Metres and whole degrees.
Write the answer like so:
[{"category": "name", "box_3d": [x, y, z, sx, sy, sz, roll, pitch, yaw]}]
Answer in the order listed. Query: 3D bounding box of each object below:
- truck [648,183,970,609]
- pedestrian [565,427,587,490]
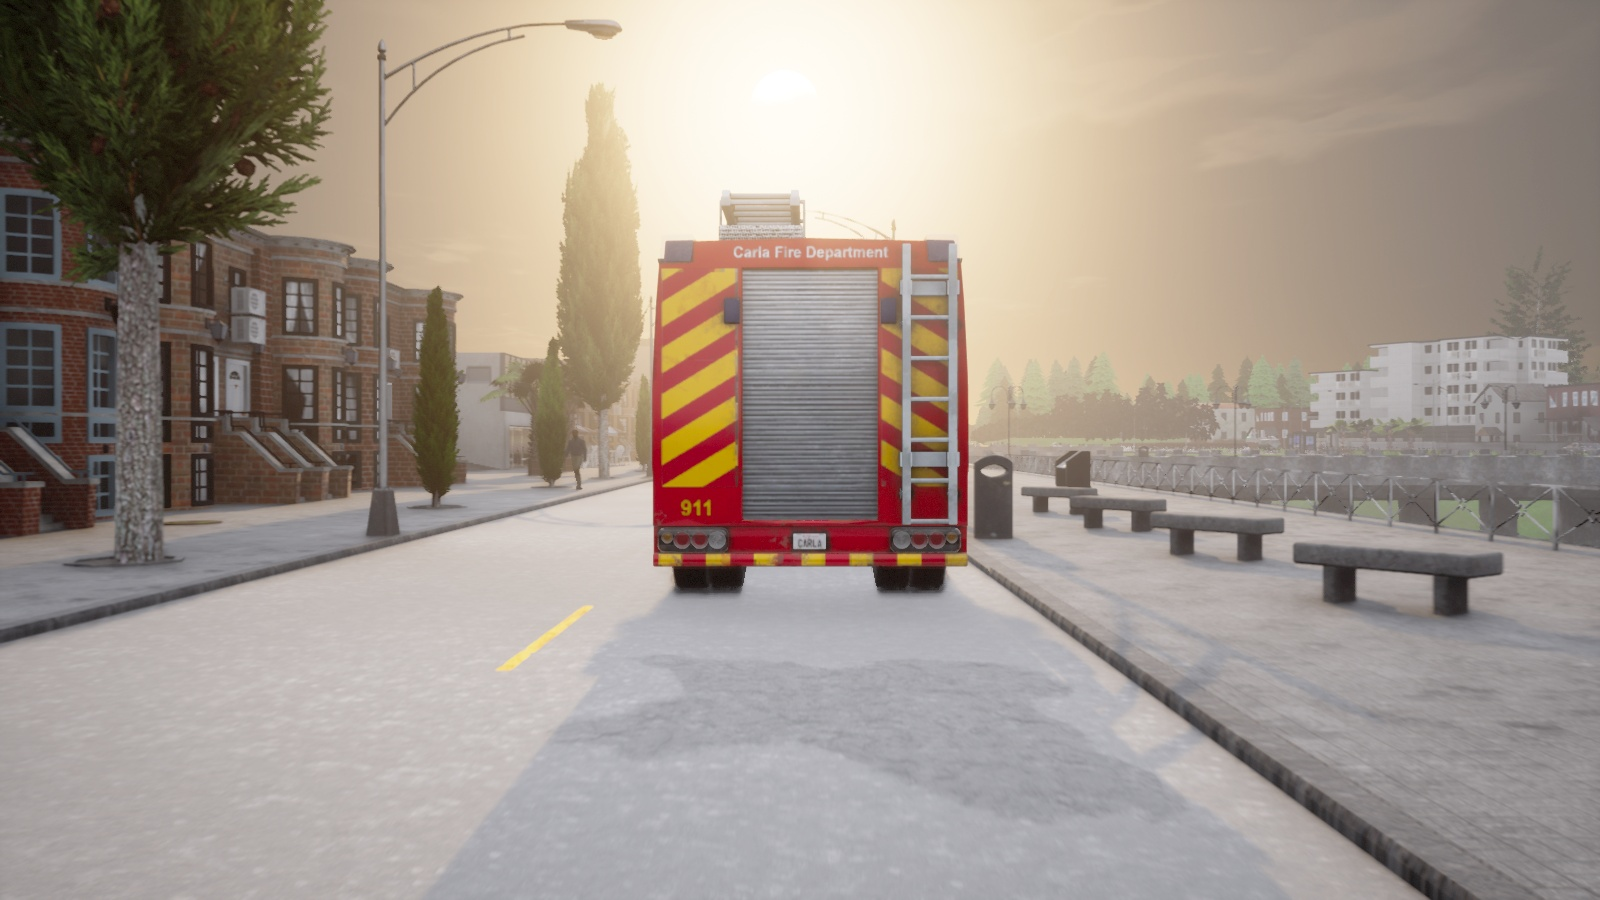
[{"category": "truck", "box_3d": [0.104, -0.506, 15.527, 2.891, 3.827, 8.468, 0, 0, 0]}, {"category": "pedestrian", "box_3d": [-6.572, 0.243, 36.886, 0.370, 1.835, 0.726, 0, 0, 15]}]
